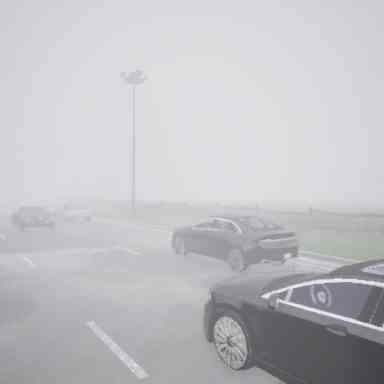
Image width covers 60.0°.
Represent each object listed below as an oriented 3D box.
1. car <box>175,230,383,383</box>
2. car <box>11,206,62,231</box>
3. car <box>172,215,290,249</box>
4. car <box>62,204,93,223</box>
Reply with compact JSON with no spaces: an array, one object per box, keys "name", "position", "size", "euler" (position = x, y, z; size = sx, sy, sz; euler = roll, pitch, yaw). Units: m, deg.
[{"name":"car","position":[2.059,1.490,3.491],"size":[2.128,1.511,4.902],"euler":[0,0,-35]},{"name":"car","position":[-9.904,1.547,20.595],"size":[2.033,1.411,5.357],"euler":[0,0,-35]},{"name":"car","position":[1.165,1.491,10.876],"size":[2.128,1.511,4.902],"euler":[0,0,-35]},{"name":"car","position":[-9.332,1.601,25.885],"size":[1.895,1.301,4.718],"euler":[0,0,-35]}]
